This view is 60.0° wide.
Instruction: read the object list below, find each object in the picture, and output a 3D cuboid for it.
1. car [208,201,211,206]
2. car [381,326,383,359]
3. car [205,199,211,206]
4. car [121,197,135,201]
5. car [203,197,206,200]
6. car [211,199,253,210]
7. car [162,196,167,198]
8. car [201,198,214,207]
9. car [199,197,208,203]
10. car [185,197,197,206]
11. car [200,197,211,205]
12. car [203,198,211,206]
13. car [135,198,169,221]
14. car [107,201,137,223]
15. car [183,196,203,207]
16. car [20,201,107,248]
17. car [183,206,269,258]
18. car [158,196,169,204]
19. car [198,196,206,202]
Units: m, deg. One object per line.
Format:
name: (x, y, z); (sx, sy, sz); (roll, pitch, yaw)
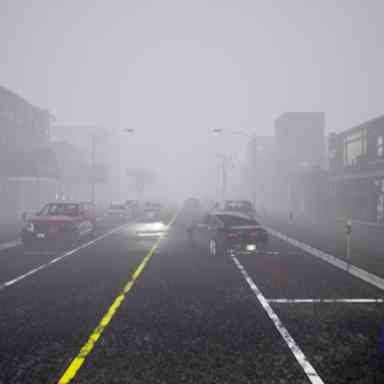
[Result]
car: (2.600, 1.630, 26.227); (1.947, 1.339, 4.313); (0, 0, 0)
car: (3.135, 1.482, 1.864); (1.882, 1.535, 5.008); (0, 0, 0)
car: (2.579, 1.644, 31.761); (1.947, 1.339, 4.313); (0, 0, 0)
car: (-5.799, 1.518, 31.731); (1.967, 1.590, 4.097); (1, 0, 0)
car: (2.578, 1.646, 48.224); (1.752, 1.417, 4.829); (0, 0, 0)
car: (2.624, 1.365, 20.695); (2.192, 1.841, 5.009); (0, 0, 0)
car: (-6.034, 1.708, 61.040); (2.008, 1.369, 4.403); (0, 0, 0)
car: (2.587, 1.695, 56.445); (2.008, 1.369, 4.403); (0, 0, 0)
car: (2.554, 1.774, 72.991); (1.802, 1.307, 4.206); (0, 0, 0)
car: (-0.125, 1.640, 58.936); (2.128, 1.511, 4.902); (0, -1, 0)
car: (2.588, 1.731, 63.990); (1.947, 1.339, 4.313); (0, 0, 0)
car: (2.567, 1.636, 36.987); (1.887, 1.381, 4.507); (0, 0, 0)
car: (-3.204, 1.560, 28.024); (2.128, 1.511, 4.902); (0, 0, 0)
car: (-5.780, 1.646, 26.197); (1.802, 1.307, 4.206); (1, 0, 0)
car: (-0.051, 1.461, 42.829); (2.097, 1.767, 4.553); (0, 0, -1)
car: (-5.736, 1.351, 15.132); (2.192, 1.841, 5.009); (1, 0, 0)
car: (1.203, 1.536, 13.064); (1.837, 1.490, 4.892); (-1, 0, -17)
car: (-6.081, 1.629, 71.859); (1.967, 1.590, 4.097); (0, 0, 0)
car: (2.519, 1.764, 81.993); (1.887, 1.381, 4.507); (0, 0, 0)
